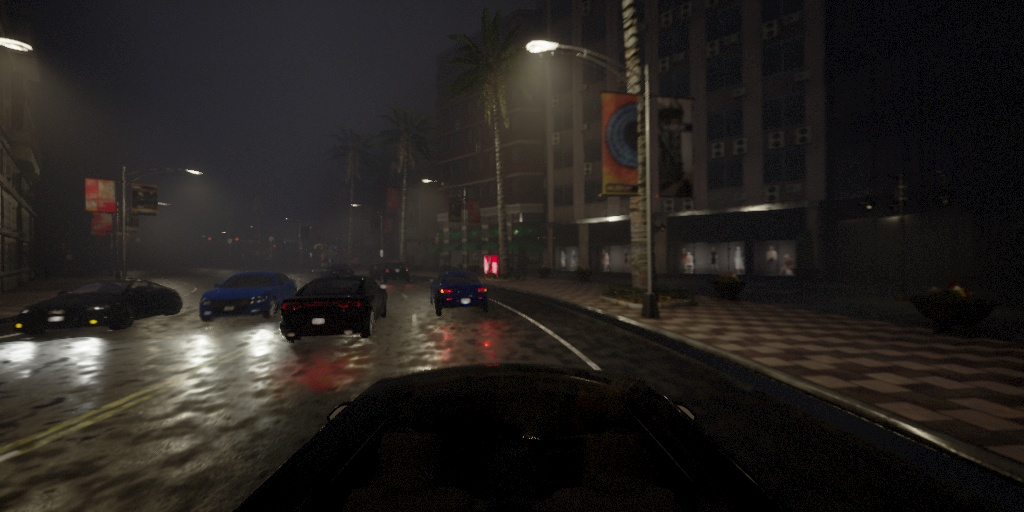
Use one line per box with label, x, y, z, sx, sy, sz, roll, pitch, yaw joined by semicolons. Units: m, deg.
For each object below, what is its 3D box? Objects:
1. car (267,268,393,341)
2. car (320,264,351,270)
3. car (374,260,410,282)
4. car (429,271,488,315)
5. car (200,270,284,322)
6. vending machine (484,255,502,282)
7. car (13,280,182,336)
car;-4.754;1.274;10.238;1.882;1.535;5.008;0;0;-12
car;-14.258;1.392;29.163;1.837;1.490;4.892;0;0;-39
car;-10.070;1.192;29.379;2.097;1.767;4.553;-1;0;-36
car;-2.133;1.289;13.817;1.812;1.442;4.674;0;0;-16
car;-9.432;1.324;13.219;1.882;1.535;5.008;0;0;-20
vending machine;-1.753;0.940;30.729;1.100;2.100;0.880;0;0;-33
car;-12.440;1.446;11.168;1.994;1.385;4.181;-1;0;-19
